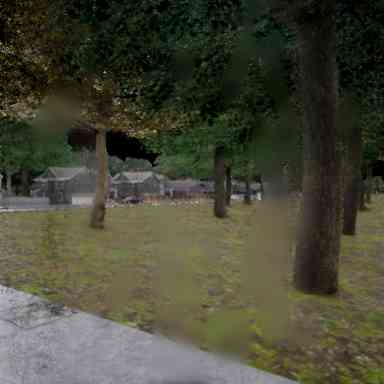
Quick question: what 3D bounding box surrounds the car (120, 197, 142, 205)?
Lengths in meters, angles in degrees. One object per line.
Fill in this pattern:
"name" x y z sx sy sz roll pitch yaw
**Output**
"car" -11.915 1.709 65.354 1.837 1.490 4.892 0 0 35
